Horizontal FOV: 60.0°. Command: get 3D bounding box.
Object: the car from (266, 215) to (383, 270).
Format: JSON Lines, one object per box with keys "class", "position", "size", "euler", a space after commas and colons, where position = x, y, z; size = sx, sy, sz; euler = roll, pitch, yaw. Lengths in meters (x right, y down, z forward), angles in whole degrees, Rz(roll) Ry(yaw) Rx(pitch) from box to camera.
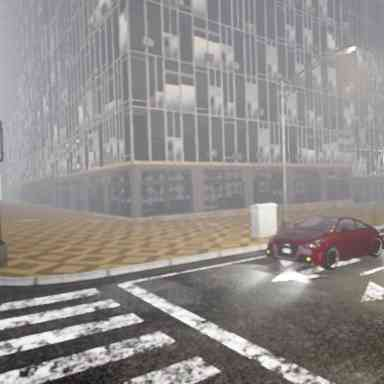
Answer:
{"class": "car", "position": [4.355, 1.475, 10.766], "size": [4.181, 1.385, 1.994], "euler": [-1, 0, -35]}
